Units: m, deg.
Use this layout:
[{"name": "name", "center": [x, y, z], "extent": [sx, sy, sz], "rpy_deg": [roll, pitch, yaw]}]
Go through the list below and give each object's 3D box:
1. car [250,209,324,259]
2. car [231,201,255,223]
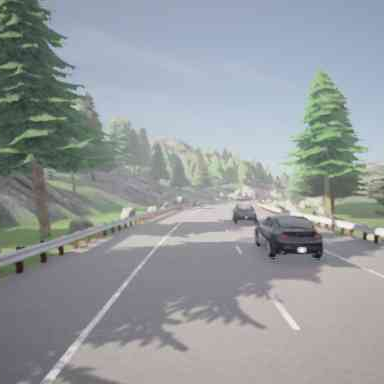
[{"name": "car", "center": [3.701, 1.652, 13.330], "extent": [1.837, 1.490, 4.892], "rpy_deg": [0, 0, 2]}, {"name": "car", "center": [4.372, 1.796, 28.152], "extent": [2.128, 1.511, 4.902], "rpy_deg": [0, 0, 4]}]
